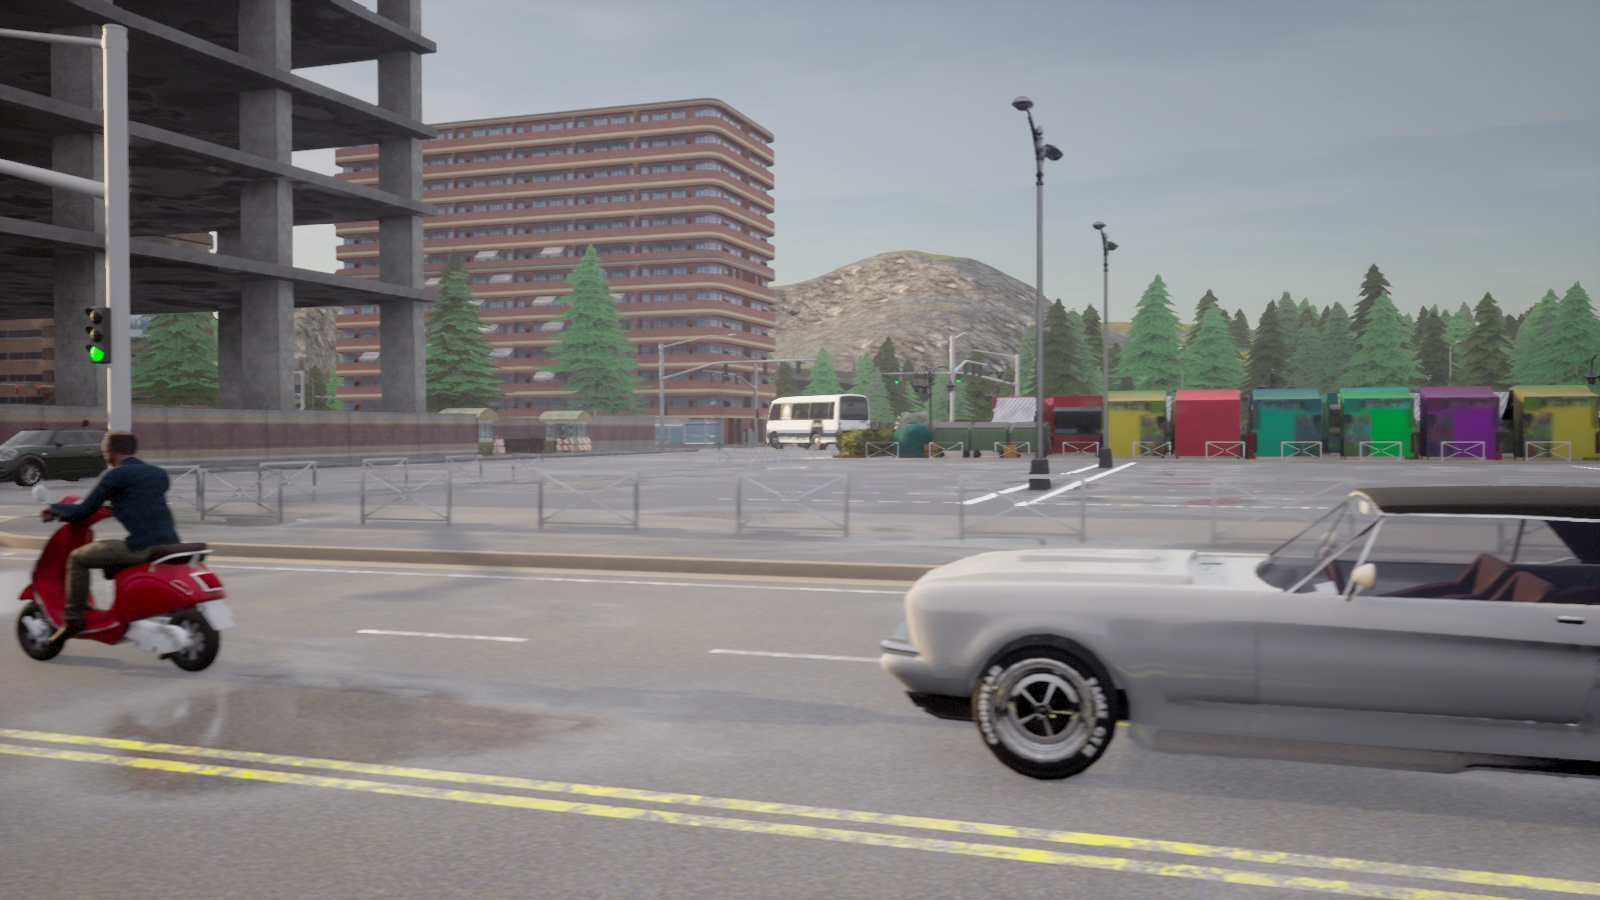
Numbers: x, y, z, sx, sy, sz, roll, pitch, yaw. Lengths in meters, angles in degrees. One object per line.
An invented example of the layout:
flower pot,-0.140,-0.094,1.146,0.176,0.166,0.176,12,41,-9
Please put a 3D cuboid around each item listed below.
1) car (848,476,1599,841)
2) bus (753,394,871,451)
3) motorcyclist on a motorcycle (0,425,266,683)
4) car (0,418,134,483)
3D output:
car,2.763,0.842,5.957,4.718,1.301,1.895,1,1,19
bus,0.834,-2.149,99.229,3.944,4.253,10.273,1,1,-36
motorcyclist on a motorcycle,-4.643,0.627,8.444,1.817,1.590,0.866,1,1,19
car,-22.008,-0.036,36.422,2.097,1.767,4.553,1,1,18
